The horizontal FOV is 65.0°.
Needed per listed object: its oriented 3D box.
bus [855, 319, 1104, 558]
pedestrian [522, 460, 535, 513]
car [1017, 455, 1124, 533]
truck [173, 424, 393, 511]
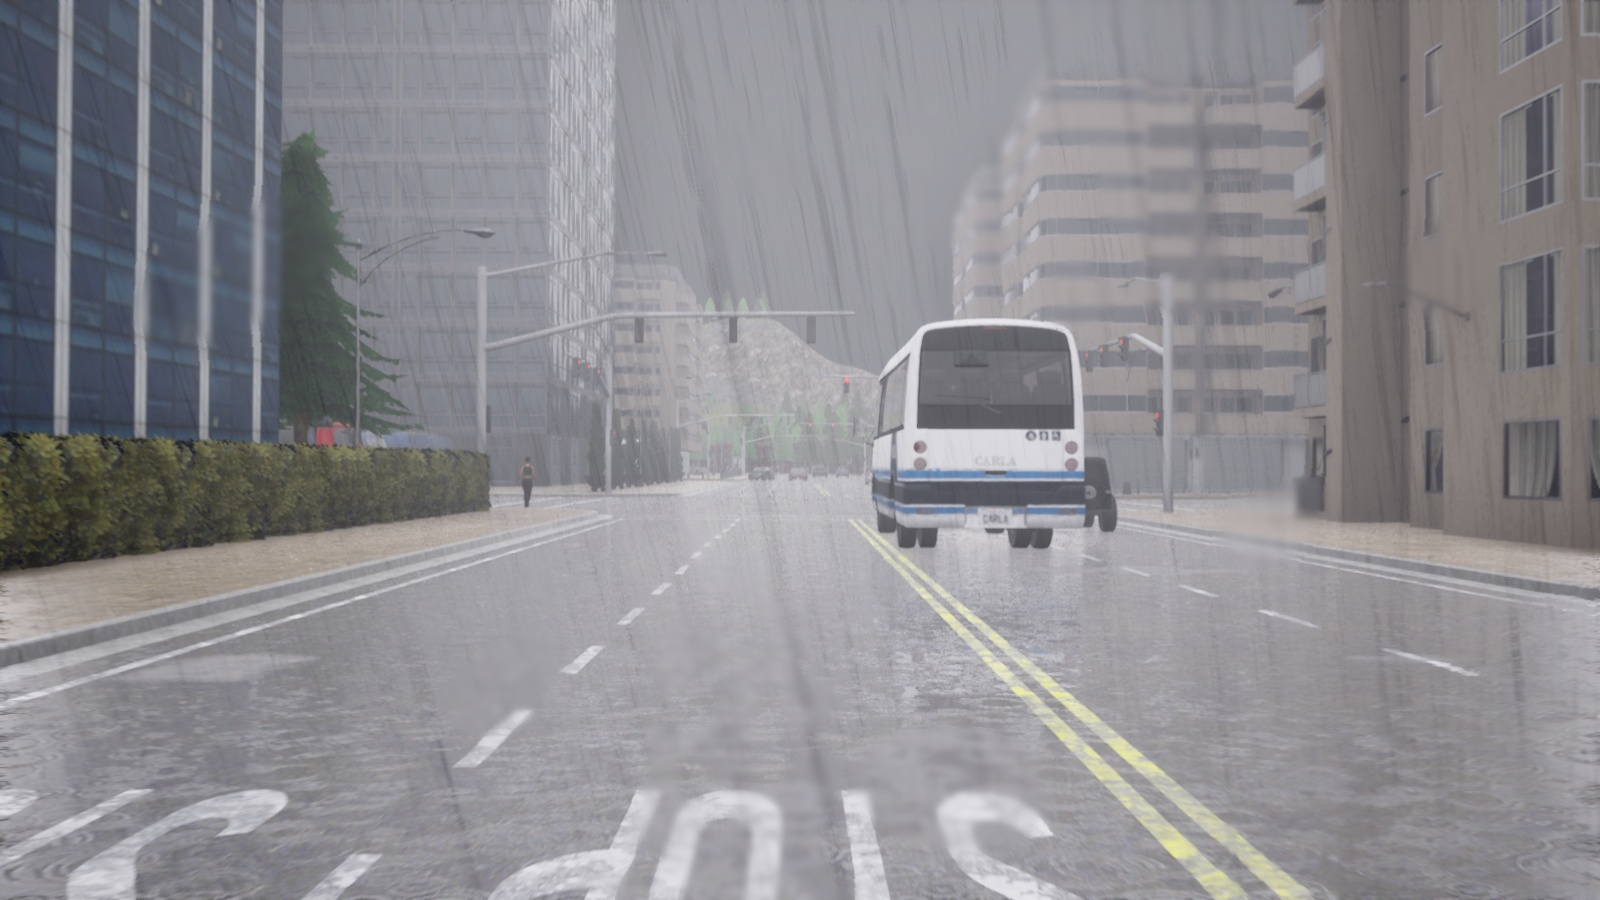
[{"bbox_3d":[3.426,-0.131,27.560,3.944,4.253,10.273,0,-1,0],"label":"bus"},{"bbox_3d":[-9.608,1.281,44.424,0.345,1.836,0.594,0,-1,1],"label":"pedestrian"},{"bbox_3d":[6.919,1.100,32.507,1.905,1.878,3.866,0,-1,0],"label":"car"},{"bbox_3d":[-21.355,0.720,52.174,7.936,3.462,2.891,0,-1,-1],"label":"truck"}]
